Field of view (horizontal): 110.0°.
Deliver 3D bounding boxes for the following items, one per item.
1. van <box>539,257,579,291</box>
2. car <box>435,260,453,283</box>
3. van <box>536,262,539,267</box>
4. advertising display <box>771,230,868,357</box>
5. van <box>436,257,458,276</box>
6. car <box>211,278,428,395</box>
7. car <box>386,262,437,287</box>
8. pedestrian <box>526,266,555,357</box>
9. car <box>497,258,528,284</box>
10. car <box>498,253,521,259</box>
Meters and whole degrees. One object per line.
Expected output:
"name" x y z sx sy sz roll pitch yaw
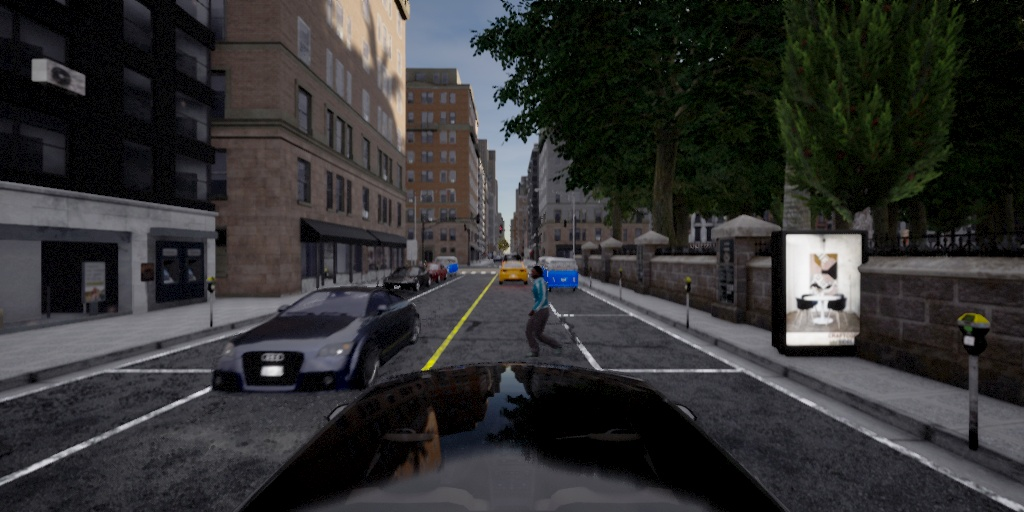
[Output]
"van" 2.686 0.999 20.451 1.690 1.789 3.998 0 0 0
"car" -5.833 1.174 26.107 1.888 1.381 4.507 0 0 0
"van" 2.692 0.969 26.109 1.690 1.789 3.998 0 0 0
"advertising display" 5.639 0.753 6.588 1.540 2.440 0.280 0 0 0
"van" -5.827 0.938 31.768 1.690 1.789 3.998 0 0 0
"car" -3.096 1.291 6.624 1.994 1.385 4.181 0 0 0
"car" -5.839 1.225 20.448 1.948 1.339 4.313 0 0 0
"pedestrian" 0.546 1.018 6.928 0.375 1.860 0.375 0 0 -10
"car" 0.091 1.111 25.282 1.882 1.535 5.008 0 0 0
"car" 0.010 0.796 35.757 2.150 2.045 5.566 0 0 -1
